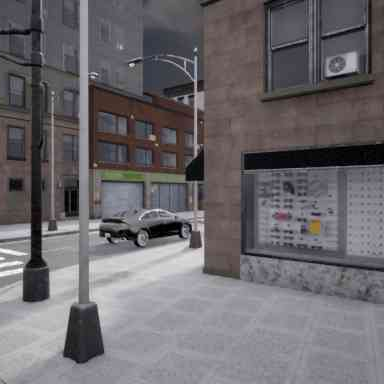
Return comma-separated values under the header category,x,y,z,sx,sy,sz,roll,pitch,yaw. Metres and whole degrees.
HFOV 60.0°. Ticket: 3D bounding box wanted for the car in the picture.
category,x,y,z,sx,sy,sz,roll,pitch,yaw
car,-1.886,1.459,14.956,2.128,1.511,4.902,0,0,35
